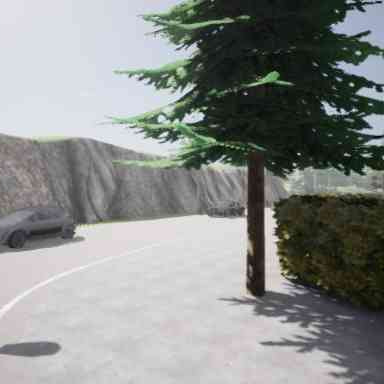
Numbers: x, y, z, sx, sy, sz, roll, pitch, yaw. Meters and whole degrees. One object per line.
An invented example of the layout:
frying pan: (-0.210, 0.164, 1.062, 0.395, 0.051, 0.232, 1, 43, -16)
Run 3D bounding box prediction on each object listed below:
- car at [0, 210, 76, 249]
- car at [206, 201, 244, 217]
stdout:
car: (-6.988, 1.475, 14.135, 1.994, 1.385, 4.181, 0, 0, 24)
car: (3.045, 1.497, 30.048, 1.994, 1.385, 4.181, 0, 0, 37)
